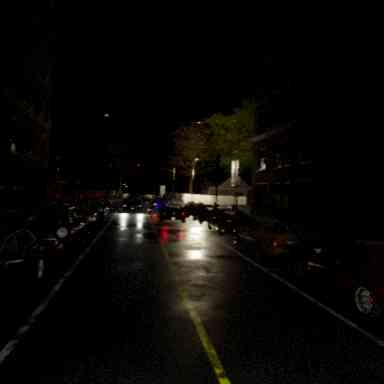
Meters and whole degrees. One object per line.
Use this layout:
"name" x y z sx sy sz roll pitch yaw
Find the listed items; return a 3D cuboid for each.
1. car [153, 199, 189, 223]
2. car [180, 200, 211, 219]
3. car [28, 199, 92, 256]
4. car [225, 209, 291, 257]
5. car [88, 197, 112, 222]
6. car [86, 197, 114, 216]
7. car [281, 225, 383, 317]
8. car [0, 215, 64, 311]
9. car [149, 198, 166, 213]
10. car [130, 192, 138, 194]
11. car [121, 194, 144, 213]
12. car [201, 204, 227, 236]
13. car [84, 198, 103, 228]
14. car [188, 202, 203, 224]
"car" -1.589 1.474 24.486 1.895 1.301 4.718 2 0 -9
"car" 0.218 1.505 29.358 1.947 1.339 4.313 2 0 -10
"car" -4.946 1.199 11.699 1.967 1.590 4.097 2 0 -10
"car" 2.929 1.615 13.200 1.752 1.417 4.829 2 0 -10
"car" -6.771 1.097 22.584 1.967 1.590 4.097 2 0 -10
"car" -7.690 1.188 28.027 1.802 1.307 4.206 2 0 -10
"car" 3.868 1.725 7.590 1.802 1.307 4.206 2 0 -10
"car" -4.037 1.361 6.257 2.008 1.369 4.403 2 0 -10
"car" -3.219 1.309 33.924 1.812 1.442 4.674 2 0 -10
"car" -15.485 0.695 88.439 1.837 1.490 4.892 2 0 -10
"car" -5.738 1.205 32.332 1.812 1.442 4.674 2 0 -10
"car" 2.044 1.585 18.474 1.887 1.381 4.507 2 0 -10
"car" -5.834 1.235 16.974 1.752 1.417 4.829 2 0 -10
"car" 1.130 1.571 23.916 1.802 1.307 4.206 2 0 -10
